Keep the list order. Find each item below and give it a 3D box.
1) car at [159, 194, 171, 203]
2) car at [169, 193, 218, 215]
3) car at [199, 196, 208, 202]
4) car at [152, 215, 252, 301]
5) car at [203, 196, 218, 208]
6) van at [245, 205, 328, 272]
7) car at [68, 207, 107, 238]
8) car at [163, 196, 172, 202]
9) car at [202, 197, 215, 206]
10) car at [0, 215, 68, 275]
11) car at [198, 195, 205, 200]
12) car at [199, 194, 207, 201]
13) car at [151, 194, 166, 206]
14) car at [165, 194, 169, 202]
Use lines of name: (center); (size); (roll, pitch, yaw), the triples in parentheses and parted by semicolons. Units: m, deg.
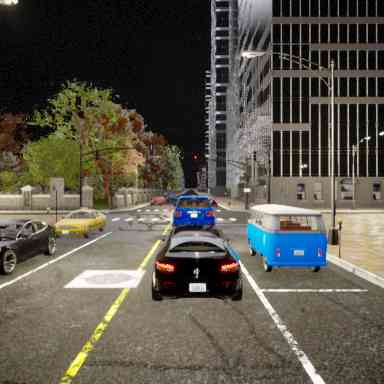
car: (-5.710, 1.277, 71.312); (2.192, 1.841, 5.009); (0, 0, 0)
car: (0.095, 1.214, 18.536); (2.150, 2.045, 5.566); (0, 0, 0)
car: (2.668, 1.521, 76.992); (1.947, 1.339, 4.313); (0, 0, 0)
car: (0.100, 1.523, 8.186); (1.812, 1.442, 4.674); (0, 0, 0)
car: (2.678, 1.416, 48.587); (1.967, 1.590, 4.097); (0, 0, 0)
van: (2.772, 1.337, 10.462); (1.690, 1.788, 3.998); (0, 0, 0)
car: (-5.823, 1.518, 17.692); (1.752, 1.417, 4.829); (0, 0, 0)
car: (-5.713, 1.538, 76.994); (1.802, 1.307, 4.206); (0, 0, 0)
car: (2.675, 1.539, 54.268); (1.947, 1.339, 4.313); (0, 0, 0)
car: (-5.772, 1.562, 10.458); (1.947, 1.339, 4.313); (0, 0, 0)
car: (2.664, 1.453, 94.209); (1.752, 1.417, 4.829); (0, 0, 0)
car: (2.667, 1.388, 82.673); (1.967, 1.590, 4.097); (0, 0, 0)
car: (-5.705, 1.517, 54.263); (1.887, 1.381, 4.507); (0, 0, 0)
car: (-5.707, 1.520, 59.945); (2.008, 1.369, 4.403); (0, 0, 0)
